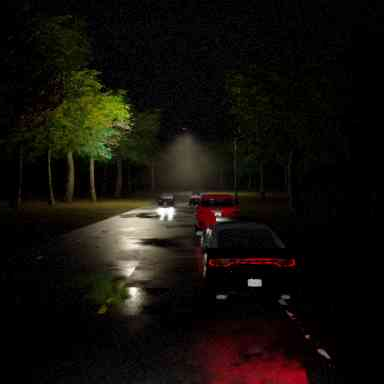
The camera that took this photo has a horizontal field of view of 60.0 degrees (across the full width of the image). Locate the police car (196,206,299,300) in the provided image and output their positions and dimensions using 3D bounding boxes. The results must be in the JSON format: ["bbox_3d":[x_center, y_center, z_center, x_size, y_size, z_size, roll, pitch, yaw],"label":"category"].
[{"bbox_3d":[1.145,1.398,8.493,1.930,1.638,5.238,0,0,1],"label":"police car"}]

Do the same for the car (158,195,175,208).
[{"bbox_3d":[-3.131,1.112,41.765,2.128,1.511,4.902,0,1,1],"label":"car"}]

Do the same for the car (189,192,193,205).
[{"bbox_3d":[0.549,1.088,46.157,2.033,1.411,5.357,0,1,1],"label":"car"}]

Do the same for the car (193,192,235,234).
[{"bbox_3d":[1.256,1.127,18.407,2.150,2.045,5.566,0,1,1],"label":"car"}]

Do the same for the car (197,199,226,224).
[{"bbox_3d":[1.323,1.346,24.381,1.837,1.490,4.892,0,1,1],"label":"car"}]

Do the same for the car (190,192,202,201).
[{"bbox_3d":[0.671,0.739,59.869,2.033,1.411,5.357,0,2,1],"label":"car"}]
